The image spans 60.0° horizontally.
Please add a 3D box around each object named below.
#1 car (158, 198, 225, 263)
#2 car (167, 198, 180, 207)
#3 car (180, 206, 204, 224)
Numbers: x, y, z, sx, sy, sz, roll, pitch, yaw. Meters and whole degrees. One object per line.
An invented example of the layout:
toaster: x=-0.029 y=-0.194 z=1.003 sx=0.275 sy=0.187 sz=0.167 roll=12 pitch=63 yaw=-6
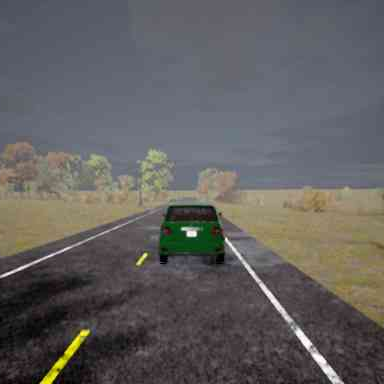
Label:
car: x=0.002 y=1.349 z=12.552 sx=2.150 sy=2.045 sz=5.566 roll=0 pitch=0 yaw=0
car: x=-3.559 y=2.005 z=65.047 sx=2.097 sy=1.767 sz=4.553 roll=0 pitch=-1 yaw=0
car: x=-0.002 y=1.880 z=28.229 sx=1.895 sy=1.301 sz=4.718 roll=0 pitch=-1 yaw=0
